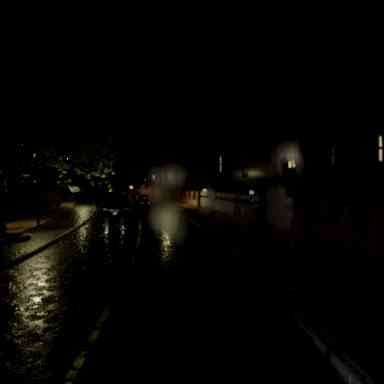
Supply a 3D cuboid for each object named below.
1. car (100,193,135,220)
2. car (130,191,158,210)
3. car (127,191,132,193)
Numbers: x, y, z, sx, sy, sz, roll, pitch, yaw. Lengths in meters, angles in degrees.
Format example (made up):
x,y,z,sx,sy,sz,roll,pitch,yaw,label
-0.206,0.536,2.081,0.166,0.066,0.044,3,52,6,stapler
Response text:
x,y,z,sx,sy,sz,roll,pitch,yaw,label
-5.491,1.076,23.901,2.128,1.511,4.902,0,1,-12,car
-4.531,0.964,32.283,2.033,1.411,5.357,0,1,-15,car
-7.713,0.639,43.311,2.128,1.511,4.902,0,1,-16,car
